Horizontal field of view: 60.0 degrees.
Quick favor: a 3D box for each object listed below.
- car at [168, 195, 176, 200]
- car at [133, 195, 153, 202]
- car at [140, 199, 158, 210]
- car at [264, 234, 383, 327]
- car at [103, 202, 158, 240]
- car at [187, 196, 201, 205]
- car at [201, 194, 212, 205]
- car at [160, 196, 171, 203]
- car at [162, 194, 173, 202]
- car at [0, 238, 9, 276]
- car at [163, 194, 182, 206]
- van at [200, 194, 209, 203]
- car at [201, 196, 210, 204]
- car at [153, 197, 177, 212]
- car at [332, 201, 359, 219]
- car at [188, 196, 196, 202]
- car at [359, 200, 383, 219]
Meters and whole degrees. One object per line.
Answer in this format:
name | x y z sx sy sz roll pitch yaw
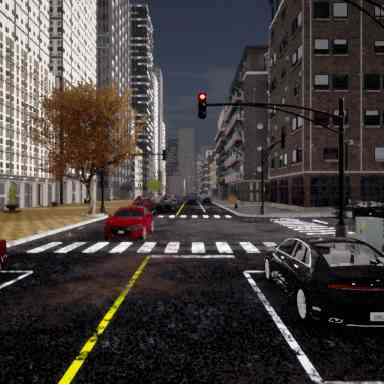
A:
car | -5.730 1.654 94.558 2.008 1.369 4.403 0 0 0
car | -5.709 1.336 39.330 2.192 1.841 5.009 0 0 0
car | -5.710 1.592 44.853 1.947 1.339 4.313 0 0 0
car | 2.685 1.551 6.945 2.008 1.369 4.403 0 0 0
car | -3.108 1.482 17.075 1.882 1.535 5.008 0 0 0
car | 0.077 1.608 61.042 1.994 1.385 4.181 0 0 0
car | 2.664 1.611 61.424 1.947 1.339 4.313 0 0 0
car | -5.722 1.627 72.467 1.947 1.339 4.313 0 0 0
car | -5.724 1.386 77.990 2.192 1.841 5.009 0 0 0
car | -5.695 1.545 6.942 1.887 1.381 4.507 0 0 0
car | -3.119 1.523 53.862 2.128 1.511 4.902 0 0 0
van | 2.659 1.402 72.471 1.690 1.788 3.998 0 0 0
car | 2.662 1.578 67.117 1.752 1.417 4.829 0 0 0
car | -3.115 1.622 39.127 1.895 1.301 4.718 0 0 0
car | 13.414 1.350 26.355 4.403 1.369 2.008 -1 1 -1
car | -0.032 1.625 78.883 1.994 1.385 4.181 0 0 0
car | 14.727 1.345 23.789 4.181 1.385 1.994 -1 0 -1
